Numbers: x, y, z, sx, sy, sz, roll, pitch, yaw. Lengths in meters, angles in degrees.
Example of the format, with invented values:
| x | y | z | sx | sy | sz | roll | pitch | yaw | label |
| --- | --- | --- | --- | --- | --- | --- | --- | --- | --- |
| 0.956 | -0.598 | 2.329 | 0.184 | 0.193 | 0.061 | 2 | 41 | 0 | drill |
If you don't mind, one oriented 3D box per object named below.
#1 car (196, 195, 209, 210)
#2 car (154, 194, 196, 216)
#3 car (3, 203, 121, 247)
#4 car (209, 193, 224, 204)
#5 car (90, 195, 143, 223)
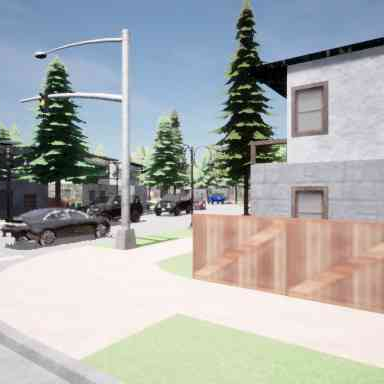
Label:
| x | y | z | sx | sy | sz | roll | pitch | yaw | label |
| --- | --- | --- | --- | --- | --- | --- | --- | --- | --- |
| 0.535 | 1.333 | 42.058 | 2.097 | 1.767 | 4.553 | 0 | 0 | 9 | car |
| -1.723 | 1.202 | 32.459 | 2.150 | 2.045 | 5.566 | 0 | 0 | 18 | car |
| -5.869 | 1.472 | 15.084 | 2.128 | 1.511 | 4.902 | 0 | 0 | 32 | car |
| 4.296 | 1.202 | 60.841 | 2.150 | 2.045 | 5.566 | 0 | 0 | -9 | car |
| -5.618 | 1.202 | 23.083 | 2.150 | 2.045 | 5.566 | 0 | 0 | 27 | car |
